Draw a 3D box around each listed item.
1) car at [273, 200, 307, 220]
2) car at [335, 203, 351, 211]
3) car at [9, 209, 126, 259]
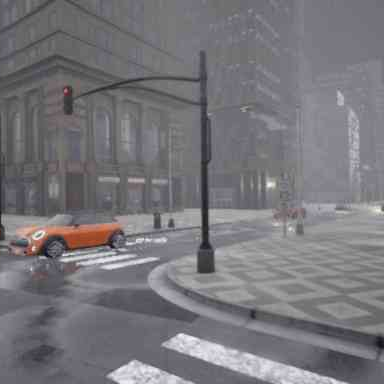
[{"bbox_3d":[10.548,1.888,35.506,2.150,2.045,5.566,-1,-1,36],"label":"car"},{"bbox_3d":[25.835,2.563,56.854,1.994,1.385,4.181,-1,-2,36],"label":"car"},{"bbox_3d":[-4.986,1.600,13.800,2.097,1.767,4.553,-2,-2,36],"label":"car"}]
